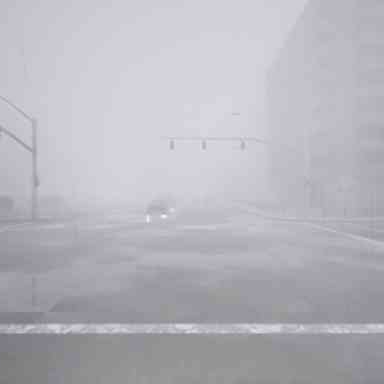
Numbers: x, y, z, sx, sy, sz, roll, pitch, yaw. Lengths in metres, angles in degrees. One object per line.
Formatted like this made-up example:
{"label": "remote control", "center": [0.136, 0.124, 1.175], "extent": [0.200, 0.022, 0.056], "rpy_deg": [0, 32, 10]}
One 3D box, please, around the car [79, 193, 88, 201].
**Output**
{"label": "car", "center": [-23.953, 1.139, 74.760], "extent": [1.905, 1.878, 3.866], "rpy_deg": [0, 0, 0]}

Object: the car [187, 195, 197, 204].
{"label": "car", "center": [-0.009, 1.511, 64.345], "extent": [1.812, 1.442, 4.674], "rpy_deg": [0, 0, 0]}

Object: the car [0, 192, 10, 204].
{"label": "car", "center": [-43.577, 1.139, 74.790], "extent": [1.905, 1.878, 3.866], "rpy_deg": [0, 0, 0]}

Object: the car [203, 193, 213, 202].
{"label": "car", "center": [3.490, 1.196, 73.292], "extent": [2.097, 1.767, 4.553], "rpy_deg": [0, 0, 0]}

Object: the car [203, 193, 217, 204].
{"label": "car", "center": [3.491, 1.207, 63.776], "extent": [2.150, 2.045, 5.566], "rpy_deg": [0, 0, 0]}

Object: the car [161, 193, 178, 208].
{"label": "car", "center": [-3.591, 1.212, 48.302], "extent": [2.150, 2.045, 5.566], "rpy_deg": [0, 0, 0]}

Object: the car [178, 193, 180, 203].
{"label": "car", "center": [-3.527, 1.211, 66.750], "extent": [2.150, 2.045, 5.566], "rpy_deg": [0, 0, 0]}

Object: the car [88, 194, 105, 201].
{"label": "car", "center": [-21.059, 1.136, 74.695], "extent": [1.932, 1.855, 4.605], "rpy_deg": [0, 0, 0]}

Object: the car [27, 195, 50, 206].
{"label": "car", "center": [-26.718, 1.382, 57.302], "extent": [1.970, 1.475, 3.806], "rpy_deg": [0, 0, 0]}

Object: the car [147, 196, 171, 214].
{"label": "car", "center": [-3.596, 1.469, 35.653], "extent": [1.882, 1.535, 5.008], "rpy_deg": [0, 0, 0]}

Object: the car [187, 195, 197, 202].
{"label": "car", "center": [-0.010, 1.366, 73.321], "extent": [2.128, 1.511, 4.902], "rpy_deg": [0, 0, 0]}
